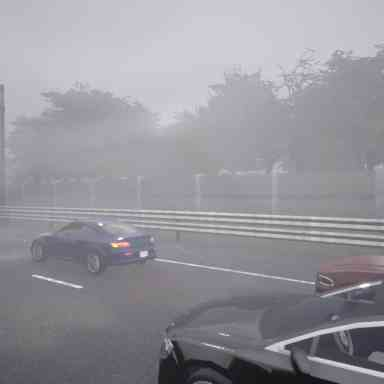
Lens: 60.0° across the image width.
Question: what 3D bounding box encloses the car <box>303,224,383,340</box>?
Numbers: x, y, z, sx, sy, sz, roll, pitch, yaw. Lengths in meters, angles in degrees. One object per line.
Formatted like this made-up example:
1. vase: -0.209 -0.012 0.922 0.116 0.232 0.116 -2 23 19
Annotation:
1. car: 4.505 1.478 5.070 5.008 1.535 1.882 0 0 35

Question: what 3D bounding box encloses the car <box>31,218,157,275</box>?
1. car: -3.176 1.538 10.460 4.674 1.442 1.812 0 0 36

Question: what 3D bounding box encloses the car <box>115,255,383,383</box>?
1. car: 1.876 1.492 2.636 4.902 1.511 2.128 0 0 36
